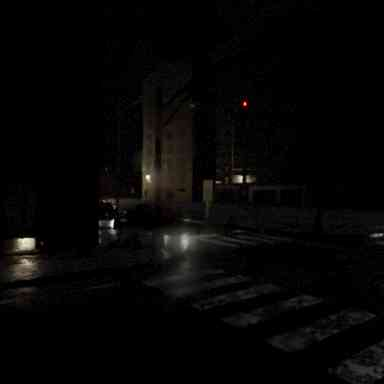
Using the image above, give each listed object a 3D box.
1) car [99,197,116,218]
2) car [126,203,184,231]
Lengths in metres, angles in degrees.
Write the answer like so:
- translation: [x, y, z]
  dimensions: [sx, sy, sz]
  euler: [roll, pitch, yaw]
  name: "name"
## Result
- translation: [-8.094, 1.238, 28.499]
  dimensions: [2.097, 1.767, 4.553]
  euler: [1, 0, -35]
  name: "car"
- translation: [-2.373, 1.435, 20.360]
  dimensions: [1.882, 1.535, 5.008]
  euler: [1, 0, -34]
  name: "car"
